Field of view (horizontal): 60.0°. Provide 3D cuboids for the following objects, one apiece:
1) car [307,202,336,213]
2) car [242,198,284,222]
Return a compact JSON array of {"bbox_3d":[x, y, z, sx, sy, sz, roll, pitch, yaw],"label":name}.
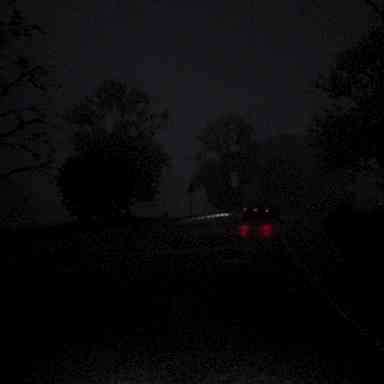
[{"bbox_3d":[15.234,1.882,39.114,4.181,1.385,1.994,6,-7,-44],"label":"car"},{"bbox_3d":[5.447,1.320,25.754,2.097,1.767,4.553,-2,0,25],"label":"car"}]
